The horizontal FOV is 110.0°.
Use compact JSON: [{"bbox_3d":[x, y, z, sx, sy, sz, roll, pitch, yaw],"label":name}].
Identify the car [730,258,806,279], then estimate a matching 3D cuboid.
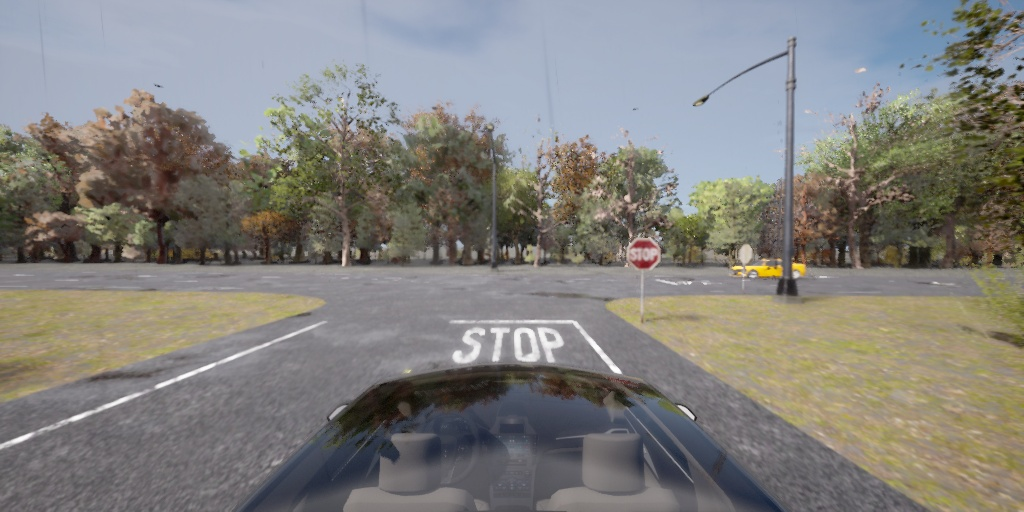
[{"bbox_3d":[18.960,0.957,26.711,5.008,1.535,1.882,-1,1,0],"label":"car"}]
